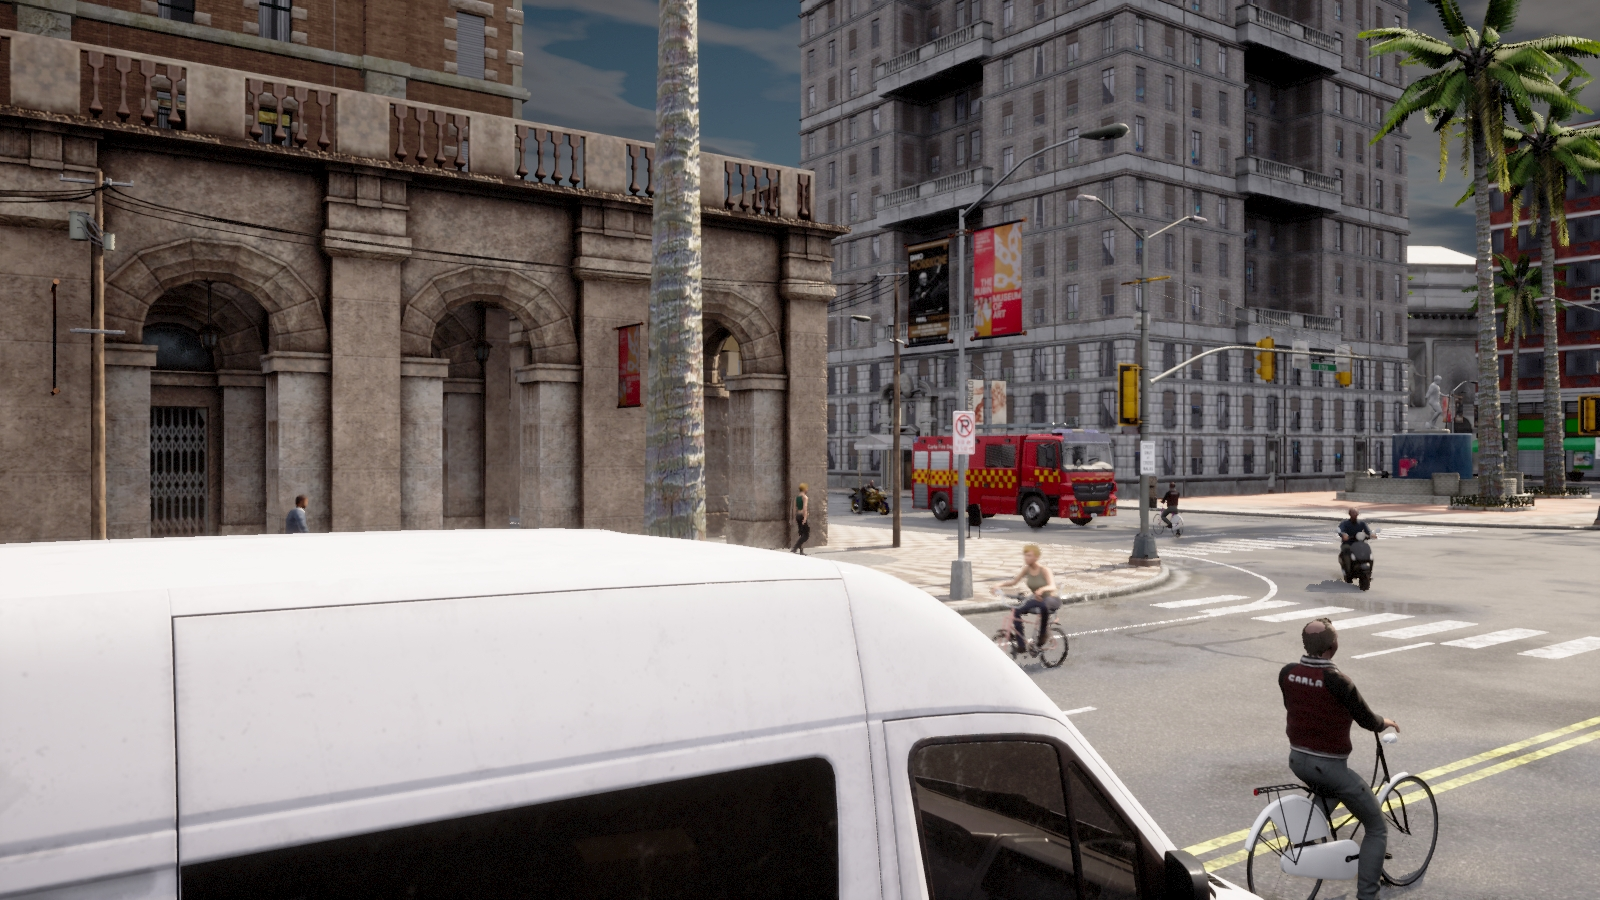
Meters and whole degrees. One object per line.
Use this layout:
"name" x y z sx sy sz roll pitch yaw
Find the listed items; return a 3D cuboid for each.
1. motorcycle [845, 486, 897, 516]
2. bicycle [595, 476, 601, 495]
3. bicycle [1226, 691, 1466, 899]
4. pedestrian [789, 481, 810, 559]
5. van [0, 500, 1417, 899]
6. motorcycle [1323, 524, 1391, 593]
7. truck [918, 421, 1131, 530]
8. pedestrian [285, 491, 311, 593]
"motorcycle" 3.065 2.205 49.743 2.209 1.251 0.867 0 0 44
"bicycle" -12.612 2.210 71.312 0.329 1.171 1.835 0 0 -13
"bicycle" 3.417 2.210 7.085 1.835 1.171 0.329 0 0 -29
"pedestrian" -0.007 1.698 27.822 0.375 1.860 0.375 0 0 -35
"van" -0.760 1.534 3.254 5.915 2.561 1.988 0 0 -35
"motorcycle" 11.374 2.182 23.381 0.856 1.236 1.805 -1 0 13
"truck" 8.452 0.890 44.320 2.891 3.827 8.468 0 0 -35
"pedestrian" -9.333 1.696 21.258 0.375 1.860 0.375 0 0 -35
